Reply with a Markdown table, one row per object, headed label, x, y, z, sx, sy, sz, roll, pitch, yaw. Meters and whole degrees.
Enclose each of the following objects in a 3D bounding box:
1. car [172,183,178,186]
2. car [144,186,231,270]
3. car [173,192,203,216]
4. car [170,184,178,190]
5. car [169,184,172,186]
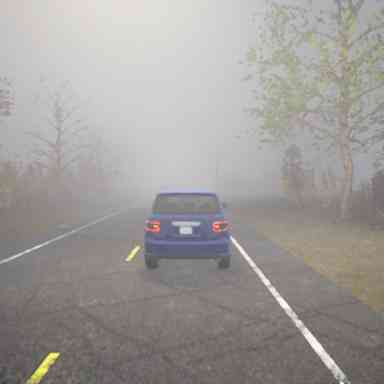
| label | x | y | z | sx | sy | sz | roll | pitch | yaw |
| --- | --- | --- | --- | --- | --- | --- | --- | --- | --- |
| car | -4.544 | -1.260 | 81.778 | 2.097 | 1.767 | 4.553 | 0 | 2 | -3 |
| car | -0.063 | 0.918 | 10.175 | 2.150 | 2.045 | 5.566 | 0 | 1 | 1 |
| car | -0.260 | 0.814 | 25.278 | 2.033 | 1.411 | 5.357 | 0 | 2 | 0 |
| car | -4.770 | -1.296 | 89.141 | 1.882 | 1.535 | 5.008 | 0 | 2 | -1 |
| car | -4.541 | -0.182 | 52.430 | 2.097 | 1.767 | 4.553 | 0 | 2 | -4 |
